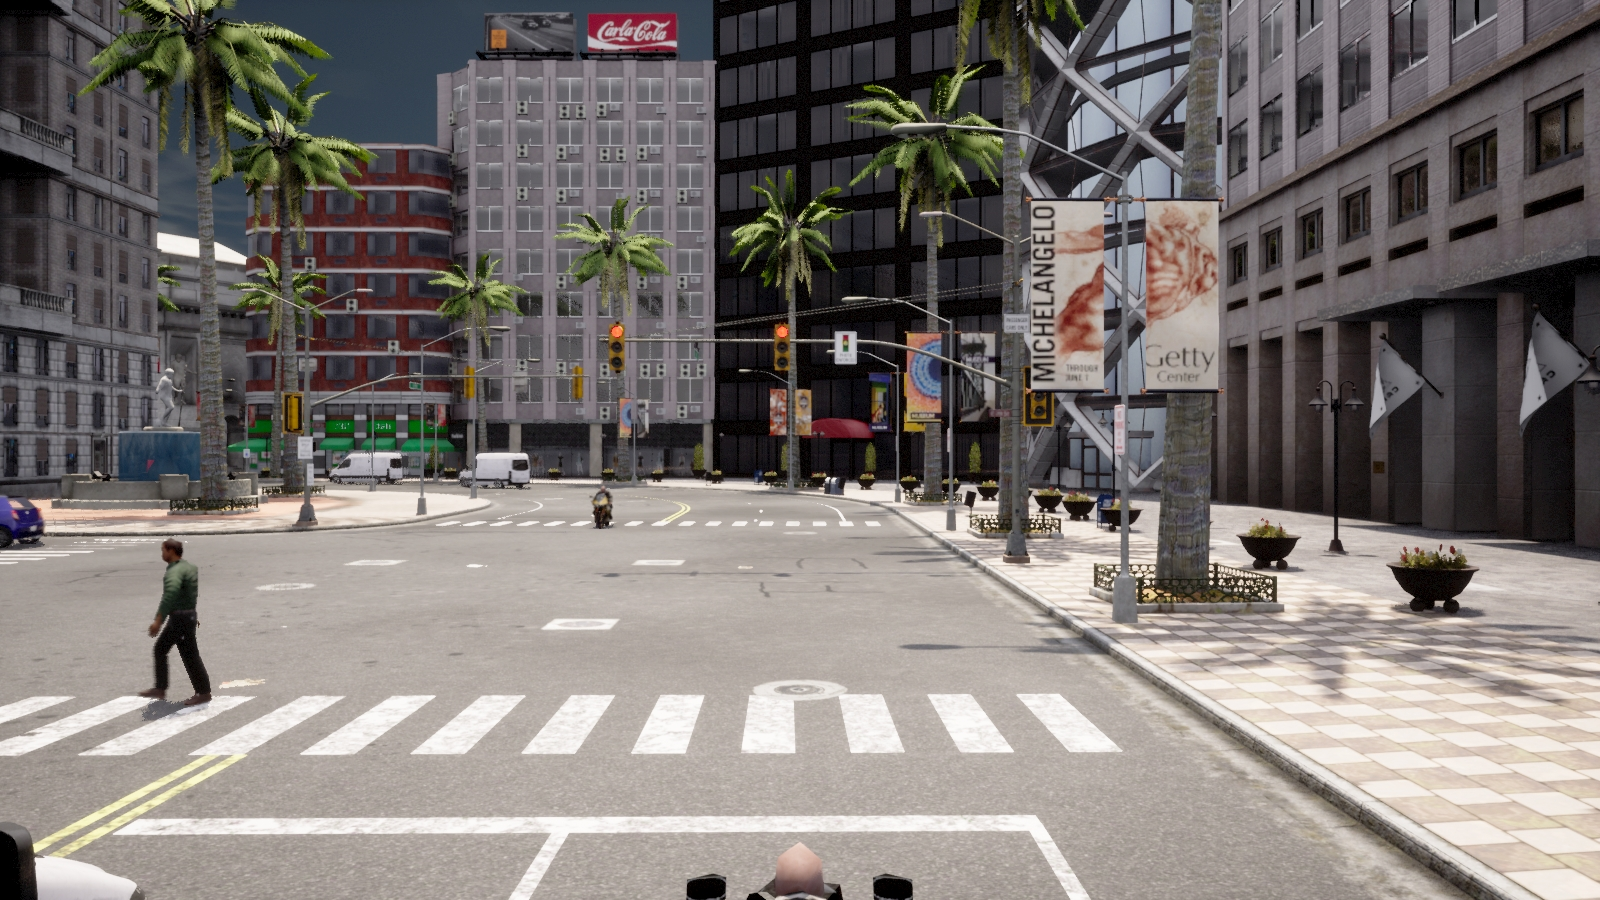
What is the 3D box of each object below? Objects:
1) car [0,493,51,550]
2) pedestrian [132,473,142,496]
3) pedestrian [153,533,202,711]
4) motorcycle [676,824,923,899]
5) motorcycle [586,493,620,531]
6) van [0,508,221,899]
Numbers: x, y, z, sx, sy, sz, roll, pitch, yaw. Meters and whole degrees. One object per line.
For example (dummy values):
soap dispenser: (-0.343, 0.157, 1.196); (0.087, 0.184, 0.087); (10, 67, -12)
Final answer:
car: (-23.773, 2.025, 32.533); (3.633, 1.501, 1.845); (0, 0, -7)
pedestrian: (-37.567, 1.952, 64.721); (0.375, 1.300, 0.375); (0, 0, -11)
pedestrian: (-6.730, 1.844, 12.357); (0.375, 1.860, 0.375); (0, 0, -13)
motorcycle: (-0.001, 2.203, 3.717); (0.867, 1.251, 2.209); (0, 0, 0)
motorcycle: (-7.012, 2.189, 40.760); (0.867, 1.251, 2.209); (0, 0, 0)
van: (-3.507, 1.533, 1.998); (1.988, 2.561, 5.915); (0, 0, 0)
